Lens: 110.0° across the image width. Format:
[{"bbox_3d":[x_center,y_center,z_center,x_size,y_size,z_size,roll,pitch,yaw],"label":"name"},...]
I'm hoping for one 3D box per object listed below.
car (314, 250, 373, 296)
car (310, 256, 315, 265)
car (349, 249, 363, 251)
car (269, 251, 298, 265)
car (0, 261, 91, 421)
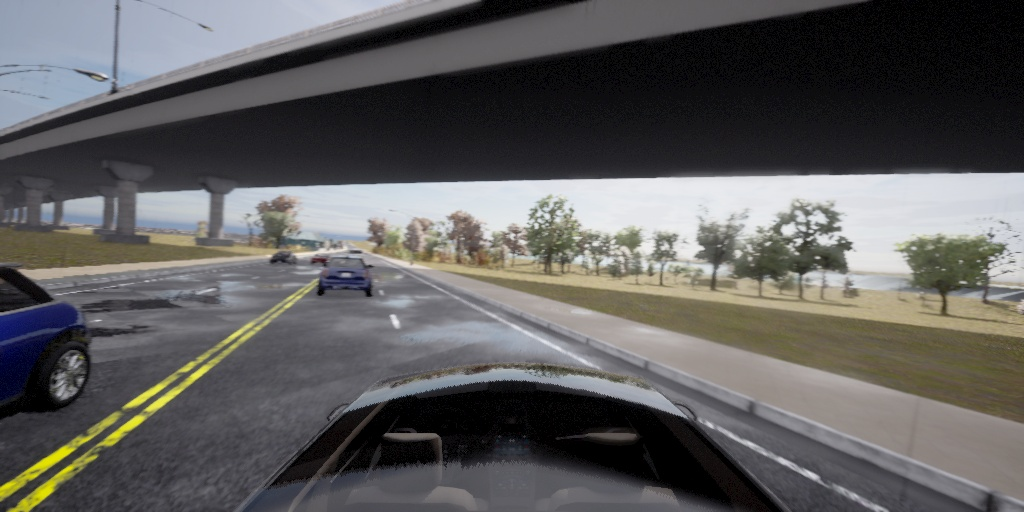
[{"bbox_3d":[-7.622,0.759,16.657,2.097,1.767,4.553,4,-1,-23],"label":"car"},{"bbox_3d":[-21.367,0.373,40.256,1.895,1.301,4.718,4,0,-23],"label":"car"},{"bbox_3d":[-19.667,0.130,45.033,2.150,2.045,5.566,4,0,-23],"label":"car"},{"bbox_3d":[-23.630,0.163,37.301,2.033,1.411,5.357,4,0,-23],"label":"car"},{"bbox_3d":[-5.272,0.791,2.157,2.097,1.767,4.553,4,0,-23],"label":"car"}]
